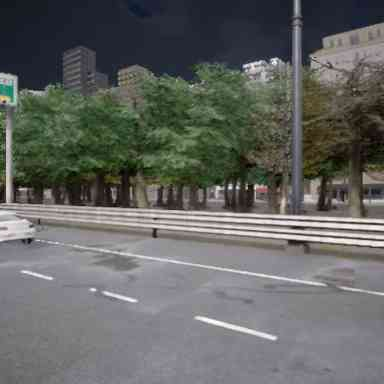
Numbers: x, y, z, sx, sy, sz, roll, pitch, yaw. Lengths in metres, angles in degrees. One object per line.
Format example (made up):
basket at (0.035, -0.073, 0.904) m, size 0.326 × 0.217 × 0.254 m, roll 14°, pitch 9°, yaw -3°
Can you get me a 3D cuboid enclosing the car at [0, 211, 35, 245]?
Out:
car at (-8.562, 1.533, 14.285) m, size 4.674 × 1.442 × 1.812 m, roll 0°, pitch 0°, yaw 36°
